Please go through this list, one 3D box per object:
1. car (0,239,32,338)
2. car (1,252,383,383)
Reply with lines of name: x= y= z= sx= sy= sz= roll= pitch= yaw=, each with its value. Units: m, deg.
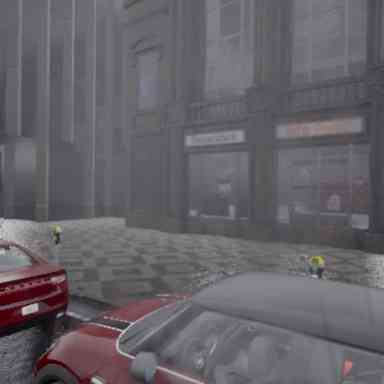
car: x=-4.094 y=1.504 z=5.990 sx=4.507 sy=1.381 sz=1.887 roll=0 pitch=1 yaw=35
car: x=0.484 y=1.434 z=2.723 sx=4.097 sy=1.590 sz=1.967 roll=0 pitch=1 yaw=35
